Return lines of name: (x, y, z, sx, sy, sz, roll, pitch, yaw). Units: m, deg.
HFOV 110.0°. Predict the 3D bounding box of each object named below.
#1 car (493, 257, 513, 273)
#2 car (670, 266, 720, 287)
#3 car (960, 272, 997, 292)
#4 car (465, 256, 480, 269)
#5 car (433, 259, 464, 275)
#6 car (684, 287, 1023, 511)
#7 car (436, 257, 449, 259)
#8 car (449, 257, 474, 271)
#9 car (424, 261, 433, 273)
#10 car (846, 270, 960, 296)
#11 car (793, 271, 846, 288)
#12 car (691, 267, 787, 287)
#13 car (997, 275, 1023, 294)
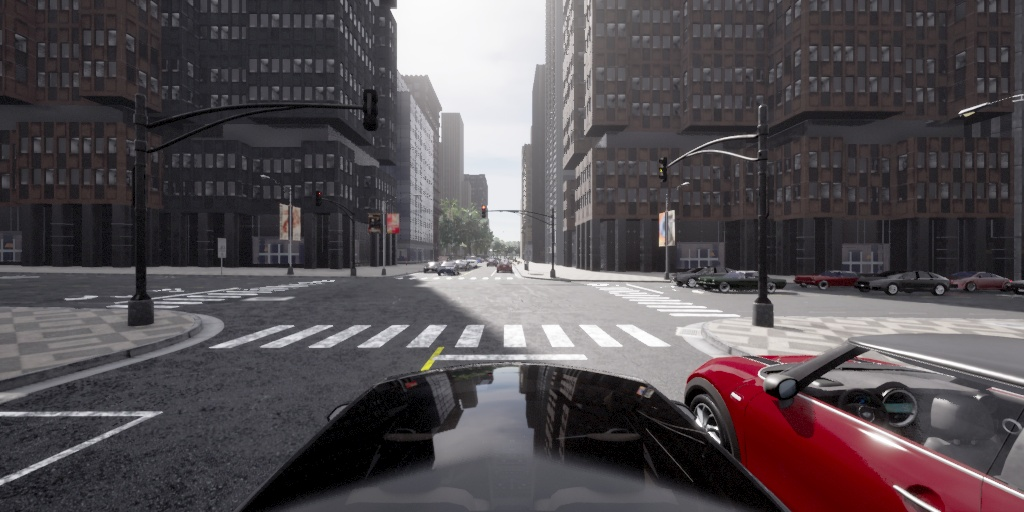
car: (-0.905, 1.197, 43.519, 1.967, 1.591, 4.097, 0, 0, -1)
car: (13.854, 1.476, 25.578, 4.892, 1.490, 1.837, 1, 0, -1)
car: (33.039, 1.814, 25.816, 4.181, 1.385, 1.994, 1, 0, -1)
car: (-6.962, 1.015, 59.212, 2.150, 2.045, 5.566, 0, 0, 0)
car: (-6.684, 1.294, 38.314, 2.033, 1.411, 5.357, 0, 0, -1)
car: (2.761, 1.190, 2.153, 1.967, 1.591, 4.097, 0, 0, 0)
car: (-9.503, 1.084, 48.831, 2.192, 1.841, 5.009, 0, 0, -1)
car: (-6.832, 1.261, 48.581, 2.128, 1.511, 4.902, 0, 0, -1)
car: (-9.429, 1.323, 43.406, 1.948, 1.339, 4.313, 0, 0, -1)
car: (24.360, 1.632, 22.464, 4.892, 1.490, 1.837, 1, 0, -1)
car: (23.073, 1.706, 25.682, 4.718, 1.301, 1.895, 1, 0, -1)
car: (14.160, 1.580, 22.332, 4.718, 1.301, 1.895, 1, 0, -3)
car: (34.741, 1.826, 22.591, 5.357, 1.411, 2.033, 1, 0, -1)
